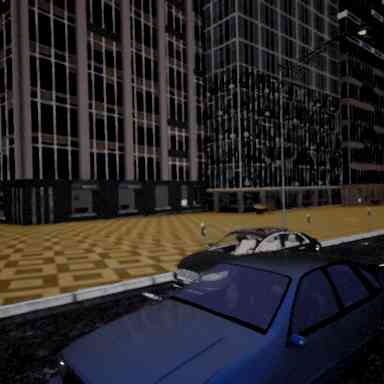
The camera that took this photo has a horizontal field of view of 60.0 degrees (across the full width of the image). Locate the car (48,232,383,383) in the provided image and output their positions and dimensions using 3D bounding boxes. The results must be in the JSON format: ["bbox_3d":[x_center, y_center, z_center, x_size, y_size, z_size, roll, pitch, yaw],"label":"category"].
[{"bbox_3d":[1.113,1.564,4.368,5.357,1.411,2.033,0,0,-41],"label":"car"}]

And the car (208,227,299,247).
[{"bbox_3d":[1.557,1.584,8.158,4.403,1.369,2.008,0,-1,-40],"label":"car"}]
